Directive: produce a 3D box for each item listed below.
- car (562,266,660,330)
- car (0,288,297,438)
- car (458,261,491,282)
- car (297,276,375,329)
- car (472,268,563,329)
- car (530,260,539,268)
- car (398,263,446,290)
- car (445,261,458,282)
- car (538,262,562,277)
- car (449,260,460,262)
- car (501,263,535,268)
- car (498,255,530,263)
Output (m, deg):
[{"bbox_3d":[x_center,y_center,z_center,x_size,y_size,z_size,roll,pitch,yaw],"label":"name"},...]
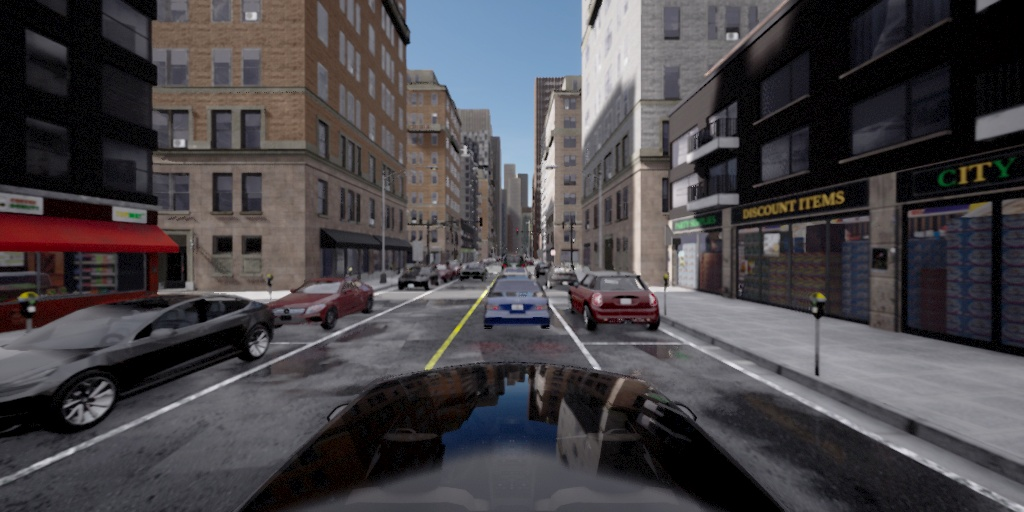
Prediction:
[{"bbox_3d":[2.892,1.167,11.012,1.967,1.591,4.097,0,0,0],"label":"car"},{"bbox_3d":[-5.657,1.306,5.548,1.948,1.339,4.313,0,0,0],"label":"car"},{"bbox_3d":[-2.944,1.289,28.188,1.895,1.301,4.718,0,0,1],"label":"car"},{"bbox_3d":[-5.633,1.309,11.049,1.802,1.307,4.207,0,0,0],"label":"car"},{"bbox_3d":[0.138,1.275,11.162,2.033,1.411,5.357,0,0,0],"label":"car"},{"bbox_3d":[2.987,1.243,33.017,1.948,1.339,4.313,0,0,0],"label":"car"},{"bbox_3d":[-5.586,1.267,22.051,1.948,1.339,4.313,0,0,0],"label":"car"},{"bbox_3d":[-5.562,1.271,27.553,1.802,1.307,4.207,0,0,0],"label":"car"},{"bbox_3d":[2.939,1.252,22.014,2.007,1.370,4.403,0,0,0],"label":"car"},{"bbox_3d":[-5.538,1.117,33.054,1.967,1.591,4.097,0,0,0],"label":"car"},{"bbox_3d":[0.182,1.303,21.736,1.895,1.301,4.718,0,0,0],"label":"car"},{"bbox_3d":[0.135,0.902,31.767,2.150,2.045,5.566,0,0,0],"label":"car"}]
